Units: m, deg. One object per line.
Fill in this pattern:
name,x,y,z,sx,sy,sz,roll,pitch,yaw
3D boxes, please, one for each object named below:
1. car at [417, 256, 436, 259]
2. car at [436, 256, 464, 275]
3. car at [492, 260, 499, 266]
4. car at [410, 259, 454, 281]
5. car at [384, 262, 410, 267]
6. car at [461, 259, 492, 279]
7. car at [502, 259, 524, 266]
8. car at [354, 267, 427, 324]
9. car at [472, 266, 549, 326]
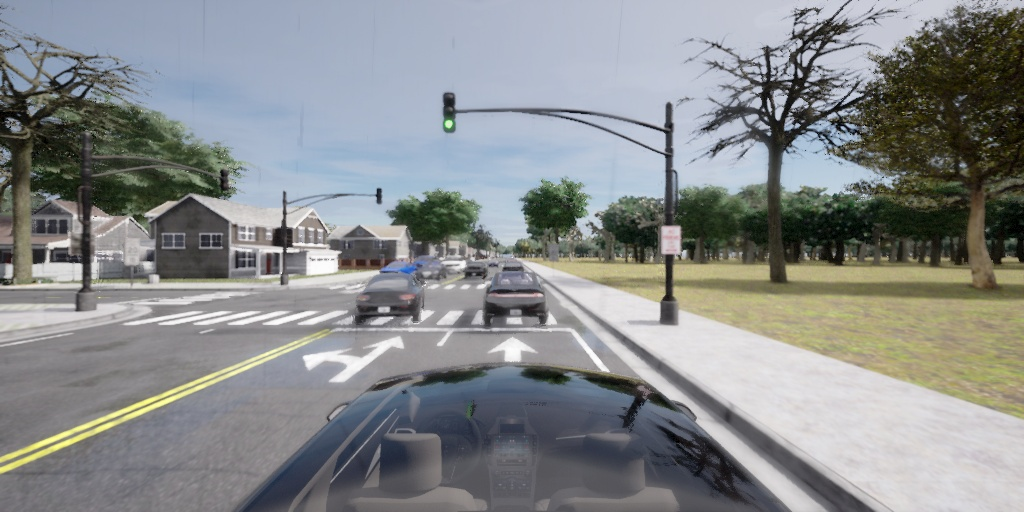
car,-9.836,0.983,41.003,2.150,2.045,5.566,0,0,0
car,-6.591,0.984,40.482,2.150,2.045,5.566,0,0,0
car,-3.242,1.360,61.230,1.895,1.301,4.718,0,0,0
car,-6.597,1.254,30.113,2.128,1.511,4.902,0,0,0
car,-9.833,1.240,31.198,1.882,1.535,5.008,0,0,1
car,-3.146,1.267,32.435,1.837,1.490,4.892,0,0,0
car,0.103,1.240,32.523,1.882,1.535,5.008,0,0,0
car,-3.936,1.283,11.950,1.812,1.442,4.674,0,0,-12
car,0.100,1.249,11.750,2.128,1.511,4.902,0,0,0
